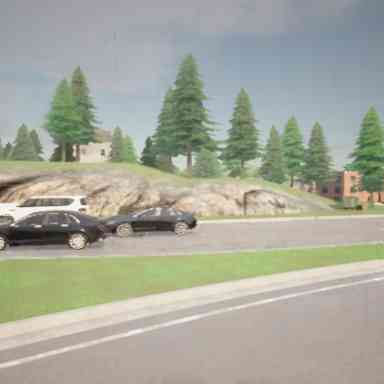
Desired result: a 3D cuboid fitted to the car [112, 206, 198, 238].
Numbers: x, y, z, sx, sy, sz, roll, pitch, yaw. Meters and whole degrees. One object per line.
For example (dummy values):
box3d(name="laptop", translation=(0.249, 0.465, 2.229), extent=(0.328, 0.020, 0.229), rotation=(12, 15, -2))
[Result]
box3d(name="car", translation=(-2.102, 1.507, 17.621), extent=(4.902, 1.511, 2.128), rotation=(0, 0, -13))

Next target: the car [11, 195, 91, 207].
box3d(name="car", translation=(-8.897, 1.225, 20.011), extent=(5.566, 2.045, 2.150), rotation=(0, 0, -7))

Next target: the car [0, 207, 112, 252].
box3d(name="car", translation=(-5.926, 1.507, 13.462), extent=(4.892, 1.490, 1.837), rotation=(0, 0, -9))
